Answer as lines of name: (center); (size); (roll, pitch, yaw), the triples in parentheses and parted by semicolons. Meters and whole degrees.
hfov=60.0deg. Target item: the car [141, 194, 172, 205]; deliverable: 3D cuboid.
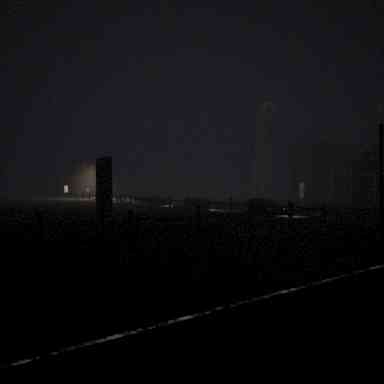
car: (-5.103, 1.150, 49.383); (2.033, 1.411, 5.357); (-1, 1, -36)

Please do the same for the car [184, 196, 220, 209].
car: (1.077, 1.251, 40.773); (2.033, 1.411, 5.357); (-1, 1, -36)

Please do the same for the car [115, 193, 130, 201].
car: (-13.565, 0.904, 66.023); (1.837, 1.490, 4.892); (-1, 1, -36)

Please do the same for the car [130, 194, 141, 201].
car: (-8.707, 1.082, 59.292); (1.895, 1.301, 4.718); (-1, 1, -36)

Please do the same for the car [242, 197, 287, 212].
car: (7.038, 1.304, 32.480); (1.837, 1.490, 4.892); (-1, 1, -36)
